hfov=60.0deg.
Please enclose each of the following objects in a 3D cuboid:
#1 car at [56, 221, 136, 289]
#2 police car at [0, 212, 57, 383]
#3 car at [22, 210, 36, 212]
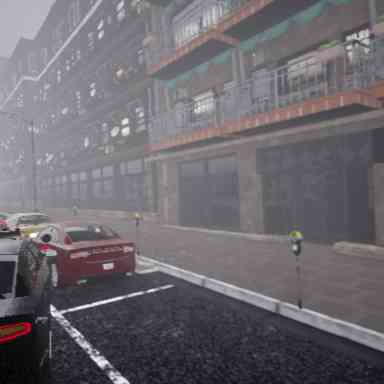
[{"bbox_3d":[-3.104,1.416,8.750,1.887,1.381,4.507,-1,0,-37],"label":"car"},{"bbox_3d":[-3.148,1.379,5.002,1.930,1.638,5.238,-2,1,-22],"label":"police car"},{"bbox_3d":[-6.568,1.382,13.279,1.752,1.417,4.829,-1,0,-37],"label":"car"}]
